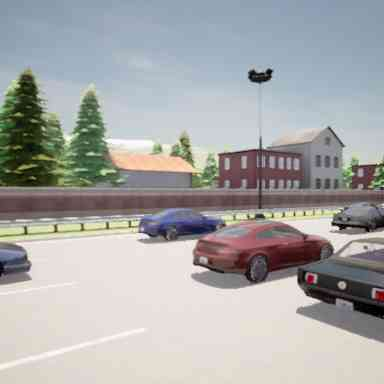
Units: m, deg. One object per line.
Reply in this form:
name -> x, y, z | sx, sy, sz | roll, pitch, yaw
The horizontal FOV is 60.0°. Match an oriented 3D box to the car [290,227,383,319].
car -> 4.374, 1.603, 6.867 | 4.718, 1.301, 1.895 | 0, 0, -36

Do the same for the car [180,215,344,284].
car -> 2.163, 1.528, 9.588 | 4.674, 1.442, 1.812 | 0, 0, -35

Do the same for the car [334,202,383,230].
car -> 10.454, 1.553, 19.801 | 5.357, 1.411, 2.033 | 0, 0, -35

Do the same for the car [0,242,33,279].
car -> -6.679, 1.548, 7.580 | 5.357, 1.411, 2.033 | 0, 0, -35

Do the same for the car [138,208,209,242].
car -> -0.372, 1.529, 16.378 | 4.674, 1.442, 1.812 | 0, 0, -36
